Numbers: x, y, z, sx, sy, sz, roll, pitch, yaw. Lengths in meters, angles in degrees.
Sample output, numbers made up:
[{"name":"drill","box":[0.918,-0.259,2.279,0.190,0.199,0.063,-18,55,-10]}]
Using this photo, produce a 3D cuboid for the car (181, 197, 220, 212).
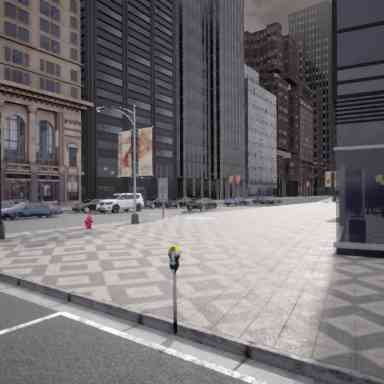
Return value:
[{"name":"car","box":[1.285,1.382,36.905,1.837,1.490,4.892,-1,-1,35]}]

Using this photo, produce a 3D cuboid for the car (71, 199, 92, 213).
[{"name":"car","box":[-10.969,1.477,36.801,1.837,1.490,4.892,-1,0,35]}]

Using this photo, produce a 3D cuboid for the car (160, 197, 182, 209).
[{"name":"car","box":[-1.636,1.426,44.361,1.837,1.490,4.892,-1,0,35]}]

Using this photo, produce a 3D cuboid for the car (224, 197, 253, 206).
[{"name":"car","box":[6.794,1.424,50.410,2.033,1.411,5.357,-1,0,36]}]

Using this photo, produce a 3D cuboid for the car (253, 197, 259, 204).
[{"name":"car","box":[12.297,1.465,58.300,1.895,1.301,4.718,-1,0,35]}]

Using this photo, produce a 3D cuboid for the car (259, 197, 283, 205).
[{"name":"car","box":[13.100,1.443,53.656,1.895,1.301,4.718,-1,0,35]}]

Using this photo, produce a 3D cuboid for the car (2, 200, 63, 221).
[{"name":"car","box":[-13.483,1.517,27.609,2.033,1.411,5.357,-1,0,35]}]

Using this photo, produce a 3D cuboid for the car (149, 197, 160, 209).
[{"name":"car","box":[-4.966,1.453,45.283,1.837,1.490,4.892,-1,0,35]}]

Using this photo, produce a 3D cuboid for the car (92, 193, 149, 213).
[{"name":"car","box":[-7.609,1.166,35.931,2.150,2.045,5.566,-1,0,35]}]
